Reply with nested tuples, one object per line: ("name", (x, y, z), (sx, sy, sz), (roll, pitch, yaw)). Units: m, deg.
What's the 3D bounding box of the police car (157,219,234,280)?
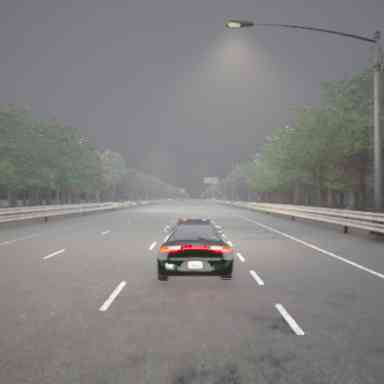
("police car", (0.059, 1.605, 10.380), (2.038, 1.542, 4.974), (0, -1, -1))
